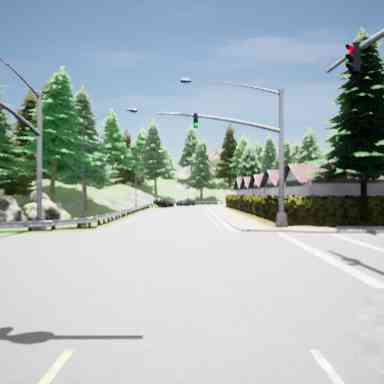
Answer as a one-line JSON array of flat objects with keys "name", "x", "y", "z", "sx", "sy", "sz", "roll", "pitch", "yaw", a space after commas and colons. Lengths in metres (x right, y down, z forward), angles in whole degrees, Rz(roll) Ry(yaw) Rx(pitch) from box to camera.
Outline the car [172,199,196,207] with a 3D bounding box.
[{"name": "car", "x": -1.052, "y": 1.845, "z": 59.094, "sx": 1.994, "sy": 1.385, "sz": 4.181, "roll": 0, "pitch": 0, "yaw": 36}]
